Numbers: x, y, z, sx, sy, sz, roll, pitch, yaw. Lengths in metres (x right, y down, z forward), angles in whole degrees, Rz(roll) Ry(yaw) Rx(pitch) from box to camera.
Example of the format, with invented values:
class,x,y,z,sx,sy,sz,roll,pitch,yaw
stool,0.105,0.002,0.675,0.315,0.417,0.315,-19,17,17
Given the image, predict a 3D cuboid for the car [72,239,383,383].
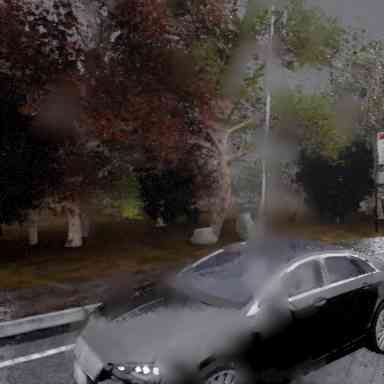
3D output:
class,x,y,z,sx,sy,sz,roll,pitch,yaw
car,0.991,1.464,4.488,4.902,1.511,2.128,-1,0,-33
